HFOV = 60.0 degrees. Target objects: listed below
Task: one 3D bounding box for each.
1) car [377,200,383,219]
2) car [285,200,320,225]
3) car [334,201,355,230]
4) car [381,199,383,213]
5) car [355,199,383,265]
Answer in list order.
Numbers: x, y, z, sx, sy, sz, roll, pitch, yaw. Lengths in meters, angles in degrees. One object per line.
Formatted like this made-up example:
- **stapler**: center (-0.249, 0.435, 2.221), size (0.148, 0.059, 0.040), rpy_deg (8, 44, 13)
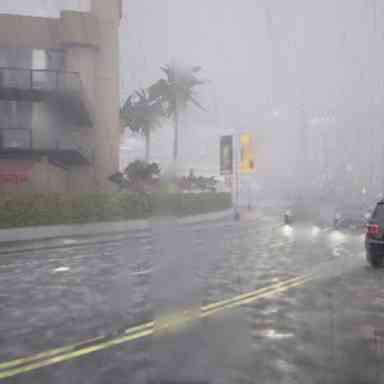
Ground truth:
- **car**: center (17.155, 1.521, 27.772), size (2.128, 1.511, 4.902), rpy_deg (0, 0, 18)
- **car**: center (8.243, 1.419, 24.612), size (2.097, 1.767, 4.553), rpy_deg (-1, 0, 24)
- **car**: center (10.171, 1.391, 20.854), size (2.097, 1.767, 4.553), rpy_deg (-1, 0, 28)
- **car**: center (22.216, 1.526, 35.290), size (2.128, 1.511, 4.902), rpy_deg (0, 0, 7)
- **car**: center (7.430, 1.228, 10.884), size (2.150, 2.045, 5.566), rpy_deg (0, -1, 42)
